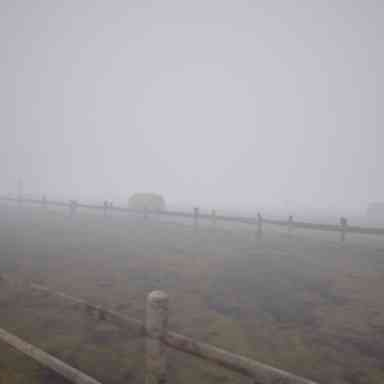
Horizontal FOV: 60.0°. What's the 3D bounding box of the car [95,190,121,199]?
[{"bbox_3d":[-16.946,0.625,67.151,2.150,2.045,5.566,3,0,35],"label":"car"}]
